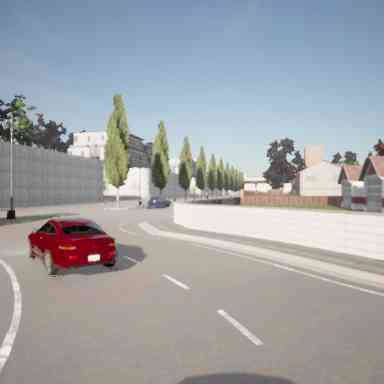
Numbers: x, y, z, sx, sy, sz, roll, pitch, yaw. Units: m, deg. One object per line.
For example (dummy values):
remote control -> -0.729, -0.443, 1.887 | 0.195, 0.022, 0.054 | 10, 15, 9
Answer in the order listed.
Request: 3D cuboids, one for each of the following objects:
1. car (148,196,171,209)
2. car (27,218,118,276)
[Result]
car -> -4.609, 1.399, 47.553 | 2.097, 1.767, 4.553 | 0, 0, 14
car -> -3.876, 1.536, 10.487 | 1.812, 1.442, 4.674 | 0, 0, -36
